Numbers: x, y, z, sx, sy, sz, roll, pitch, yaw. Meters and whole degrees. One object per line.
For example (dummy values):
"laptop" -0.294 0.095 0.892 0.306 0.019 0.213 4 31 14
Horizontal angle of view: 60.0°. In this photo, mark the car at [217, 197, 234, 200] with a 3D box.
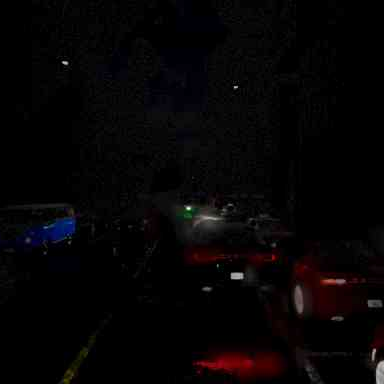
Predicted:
"car" 2.703 1.317 28.981 2.192 1.841 5.009 0 0 0

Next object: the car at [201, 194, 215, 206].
"car" 2.647 1.328 56.169 2.192 1.841 5.009 0 0 0

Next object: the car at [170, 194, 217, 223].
"car" 0.288 1.223 25.181 2.150 2.045 5.566 0 0 11

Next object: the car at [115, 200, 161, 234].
"car" -3.139 1.478 19.312 1.882 1.535 5.008 0 0 0

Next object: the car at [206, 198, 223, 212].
"car" 2.681 1.531 40.026 1.752 1.417 4.829 0 0 0

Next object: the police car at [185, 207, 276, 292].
"police car" 0.872 1.426 9.041 1.930 1.638 5.238 0 0 0

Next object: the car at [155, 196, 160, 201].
"car" -5.855 1.533 45.107 1.752 1.417 4.829 0 0 0

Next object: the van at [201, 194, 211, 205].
"van" 2.636 1.358 61.607 1.690 1.788 3.998 0 0 0

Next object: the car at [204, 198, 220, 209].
"car" 2.670 1.553 45.294 1.887 1.381 4.507 0 0 0

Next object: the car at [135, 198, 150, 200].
"car" -5.833 1.570 34.401 1.947 1.339 4.313 0 0 0

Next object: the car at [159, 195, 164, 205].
"car" -5.866 1.576 50.714 1.947 1.339 4.313 0 0 0

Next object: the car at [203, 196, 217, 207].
"car" 2.659 1.451 50.731 1.967 1.590 4.097 0 0 0

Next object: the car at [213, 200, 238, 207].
"car" 2.714 1.527 23.713 1.752 1.417 4.829 0 0 0

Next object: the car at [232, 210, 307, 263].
"car" 2.737 1.525 12.838 1.752 1.417 4.829 0 0 0

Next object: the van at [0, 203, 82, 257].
"van" -5.788 1.341 12.651 1.690 1.788 3.998 0 0 0

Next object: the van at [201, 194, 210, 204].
"van" 2.625 1.361 67.044 1.690 1.788 3.998 0 0 0

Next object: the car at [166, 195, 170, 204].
"car" -3.124 1.368 61.561 2.097 1.767 4.553 0 0 0

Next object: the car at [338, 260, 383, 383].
"car" 2.759 1.545 1.793 1.887 1.381 4.507 0 0 0

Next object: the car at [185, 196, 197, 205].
"car" -0.123 1.508 60.702 2.128 1.511 4.902 0 0 0

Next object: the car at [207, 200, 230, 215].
"car" 2.693 1.554 34.418 2.008 1.369 4.403 0 0 0

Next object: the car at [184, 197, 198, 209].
"car" -0.083 1.486 46.886 1.882 1.535 5.008 0 0 0

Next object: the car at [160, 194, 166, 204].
"car" -5.877 1.539 55.982 1.752 1.417 4.829 0 0 0

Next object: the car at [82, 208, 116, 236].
"car" -5.799 1.551 18.089 2.008 1.369 4.403 0 0 0

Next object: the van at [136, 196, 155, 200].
"van" -5.844 1.347 39.839 1.690 1.788 3.998 0 0 0

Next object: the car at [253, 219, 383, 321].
"car" 2.748 1.545 7.231 1.887 1.381 4.507 0 0 0

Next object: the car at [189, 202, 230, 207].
"car" 0.863 1.527 18.931 1.812 1.442 4.674 0 0 0

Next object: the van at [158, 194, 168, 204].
"van" -5.900 1.361 67.027 1.690 1.788 3.998 0 0 0
